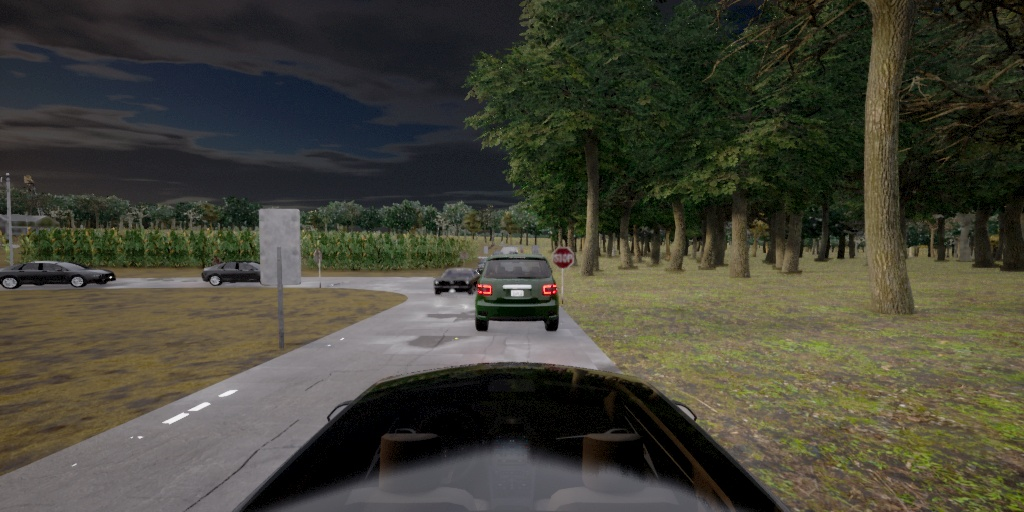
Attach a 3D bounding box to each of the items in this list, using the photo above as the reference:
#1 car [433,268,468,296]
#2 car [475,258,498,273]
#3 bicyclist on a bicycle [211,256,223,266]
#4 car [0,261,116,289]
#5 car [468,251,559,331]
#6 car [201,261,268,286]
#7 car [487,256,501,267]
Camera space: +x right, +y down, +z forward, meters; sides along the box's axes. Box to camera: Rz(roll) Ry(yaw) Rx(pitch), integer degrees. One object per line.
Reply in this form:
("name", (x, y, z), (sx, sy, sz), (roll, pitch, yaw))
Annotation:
("car", (-2.796, 1.325, 18.977), (1.895, 1.301, 4.718), (0, 0, 0))
("car", (-2.747, 1.013, 39.978), (2.128, 1.511, 4.902), (0, 1, 0))
("bicyclist on a bicycle", (-23.380, 0.821, 28.447), (0.582, 1.620, 1.656), (0, 1, -11))
("car", (-26.875, 1.071, 21.217), (4.892, 1.490, 1.837), (0, 2, -17))
("car", (0.125, 0.960, 11.066), (2.150, 2.045, 5.566), (0, 0, 0))
("car", (-16.990, 1.088, 23.100), (4.892, 1.490, 1.837), (0, 2, -7))
("car", (-2.693, 0.773, 53.839), (1.812, 1.442, 4.674), (0, 1, 0))
